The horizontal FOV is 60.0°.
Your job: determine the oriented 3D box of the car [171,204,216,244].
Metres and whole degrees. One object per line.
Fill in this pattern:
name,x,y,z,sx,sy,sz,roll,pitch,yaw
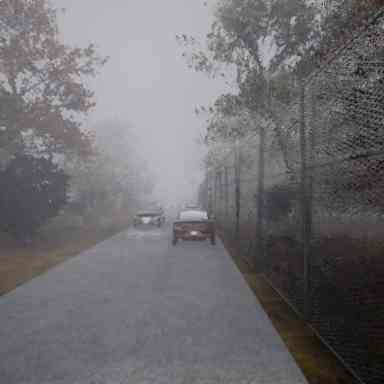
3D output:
car,0.078,1.551,16.146,1.882,1.535,5.008,0,-1,0

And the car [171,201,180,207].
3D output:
car,-3.076,2.557,63.818,2.128,1.511,4.902,0,-2,0

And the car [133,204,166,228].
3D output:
car,-2.889,1.636,23.263,2.128,1.511,4.902,0,-1,0
